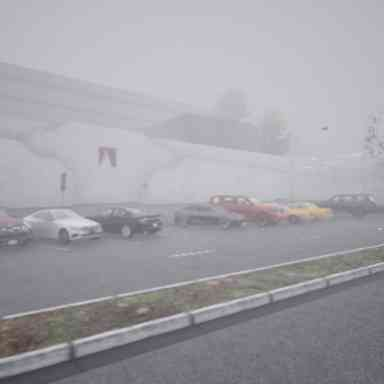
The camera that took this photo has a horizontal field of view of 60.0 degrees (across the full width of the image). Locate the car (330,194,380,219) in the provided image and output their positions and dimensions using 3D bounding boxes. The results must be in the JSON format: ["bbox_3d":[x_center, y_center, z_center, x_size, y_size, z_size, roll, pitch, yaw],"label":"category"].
[{"bbox_3d":[13.283,1.258,29.705,5.566,2.045,2.435,-1,-1,35],"label":"car"}]

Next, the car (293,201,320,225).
[{"bbox_3d":[6.134,1.485,24.371,5.366,1.575,1.946,-1,-1,35],"label":"car"}]

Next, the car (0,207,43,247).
[{"bbox_3d":[-8.719,1.368,14.054,4.553,1.767,2.185,-1,-1,35],"label":"car"}]

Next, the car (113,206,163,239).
[{"bbox_3d":[-3.799,1.496,17.507,5.008,1.535,2.097,-1,0,35],"label":"car"}]

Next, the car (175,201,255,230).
[{"bbox_3d":[1.115,1.520,20.980,4.792,1.488,2.163,-1,-1,35],"label":"car"}]

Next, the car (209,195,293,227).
[{"bbox_3d":[3.559,1.239,22.726,5.566,2.045,2.435,-1,-1,35],"label":"car"}]

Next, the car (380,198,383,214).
[{"bbox_3d":[18.226,1.407,33.153,4.553,1.767,2.185,-1,-1,35],"label":"car"}]

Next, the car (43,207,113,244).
[{"bbox_3d":[-6.249,1.536,15.775,4.674,1.452,2.002,-1,-1,35],"label":"car"}]

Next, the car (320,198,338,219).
[{"bbox_3d":[8.268,1.495,26.315,5.366,1.575,1.946,-1,-1,35],"label":"car"}]
